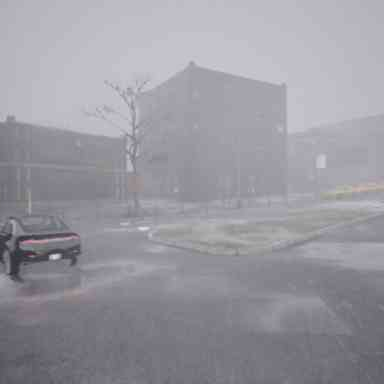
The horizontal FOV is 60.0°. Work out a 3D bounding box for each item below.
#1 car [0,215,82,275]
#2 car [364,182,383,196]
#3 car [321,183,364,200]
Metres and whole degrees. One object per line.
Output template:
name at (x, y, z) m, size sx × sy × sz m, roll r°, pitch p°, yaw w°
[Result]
car at (-5.130, 1.466, 10.476) m, size 2.128 × 1.511 × 4.902 m, roll 0°, pitch 0°, yaw -41°
car at (21.140, -0.419, 40.401) m, size 5.366 × 1.575 × 1.946 m, roll -4°, pitch 3°, yaw -35°
car at (16.619, -0.066, 37.249) m, size 5.366 × 1.575 × 1.946 m, roll -4°, pitch 3°, yaw -35°
